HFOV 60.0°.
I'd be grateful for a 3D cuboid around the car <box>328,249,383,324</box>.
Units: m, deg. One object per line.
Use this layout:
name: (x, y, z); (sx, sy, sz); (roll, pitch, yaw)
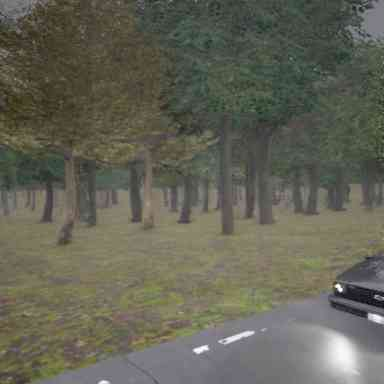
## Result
car: (4.992, 1.546, 6.626); (5.357, 1.411, 2.033); (0, 0, -35)
